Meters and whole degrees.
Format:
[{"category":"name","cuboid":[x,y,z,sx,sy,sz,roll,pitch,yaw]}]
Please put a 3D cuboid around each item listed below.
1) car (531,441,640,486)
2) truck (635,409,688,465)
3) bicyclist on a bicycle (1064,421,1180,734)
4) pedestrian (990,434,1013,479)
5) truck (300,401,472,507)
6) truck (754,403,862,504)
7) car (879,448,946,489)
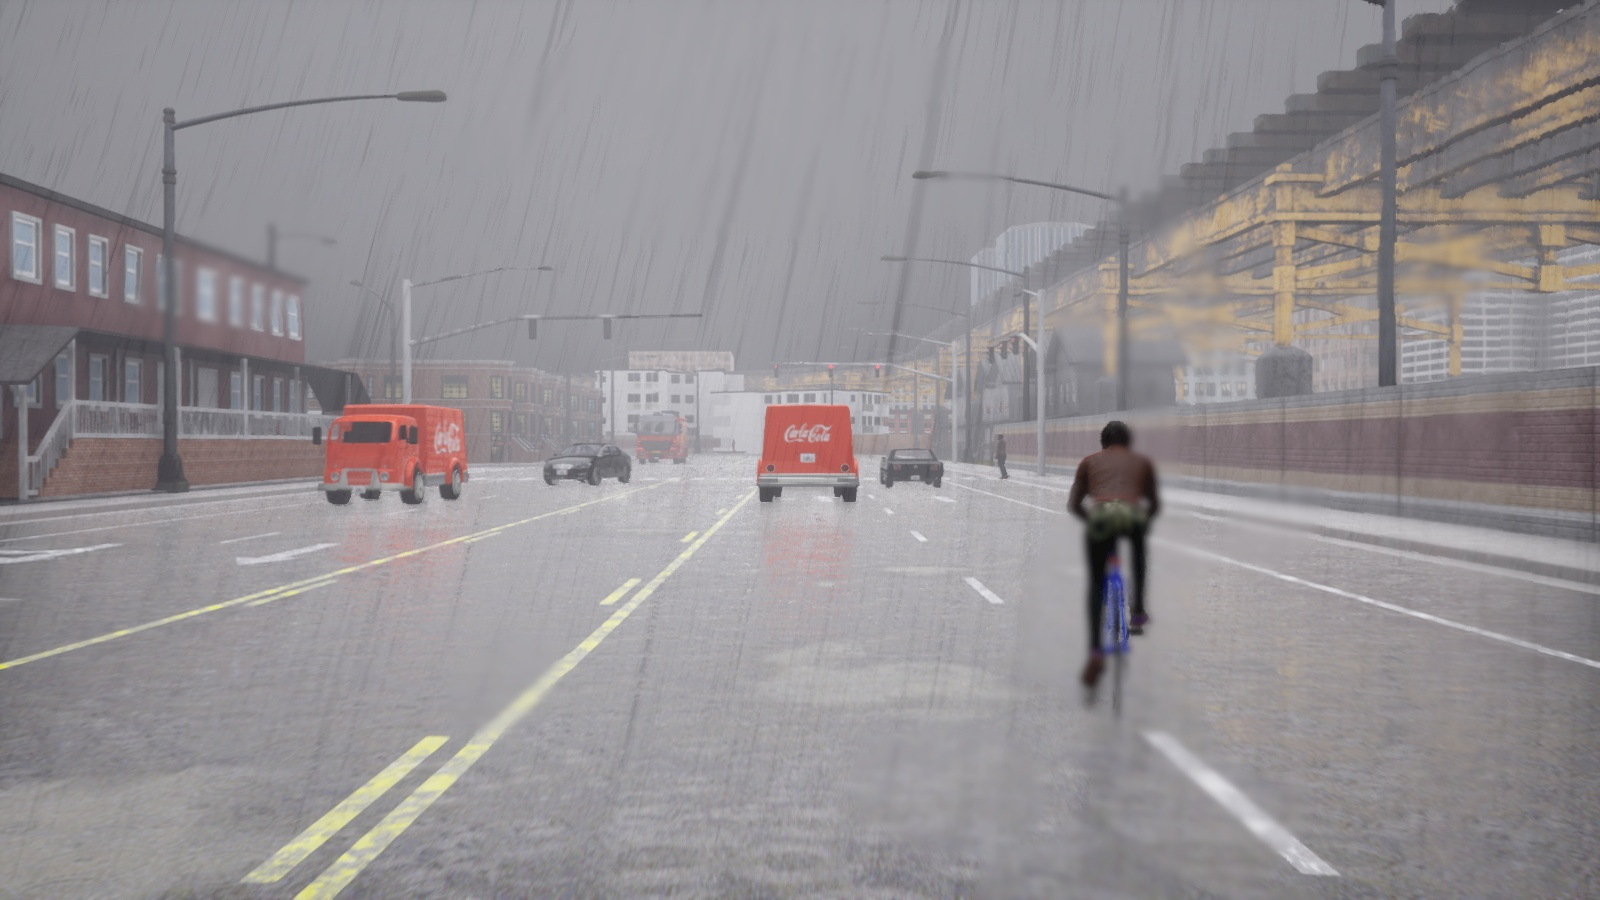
[{"category":"car","cuboid":[-7.584,0.443,44.955,2.128,1.511,4.902,0,0,13]},{"category":"truck","cuboid":[-9.950,-0.940,91.081,2.891,3.827,8.468,0,0,0]},{"category":"bicyclist on a bicycle","cuboid":[1.879,0.659,7.369,0.582,1.620,1.656,0,0,14]},{"category":"pedestrian","cuboid":[8.077,0.266,50.285,0.869,1.805,0.328,0,0,43]},{"category":"truck","cuboid":[-10.299,0.072,31.786,2.627,2.467,5.204,0,0,0]},{"category":"truck","cuboid":[0.211,0.073,33.325,2.627,2.467,5.204,0,0,0]},{"category":"car","cuboid":[3.766,0.608,42.911,1.895,1.301,4.718,0,0,0]}]
